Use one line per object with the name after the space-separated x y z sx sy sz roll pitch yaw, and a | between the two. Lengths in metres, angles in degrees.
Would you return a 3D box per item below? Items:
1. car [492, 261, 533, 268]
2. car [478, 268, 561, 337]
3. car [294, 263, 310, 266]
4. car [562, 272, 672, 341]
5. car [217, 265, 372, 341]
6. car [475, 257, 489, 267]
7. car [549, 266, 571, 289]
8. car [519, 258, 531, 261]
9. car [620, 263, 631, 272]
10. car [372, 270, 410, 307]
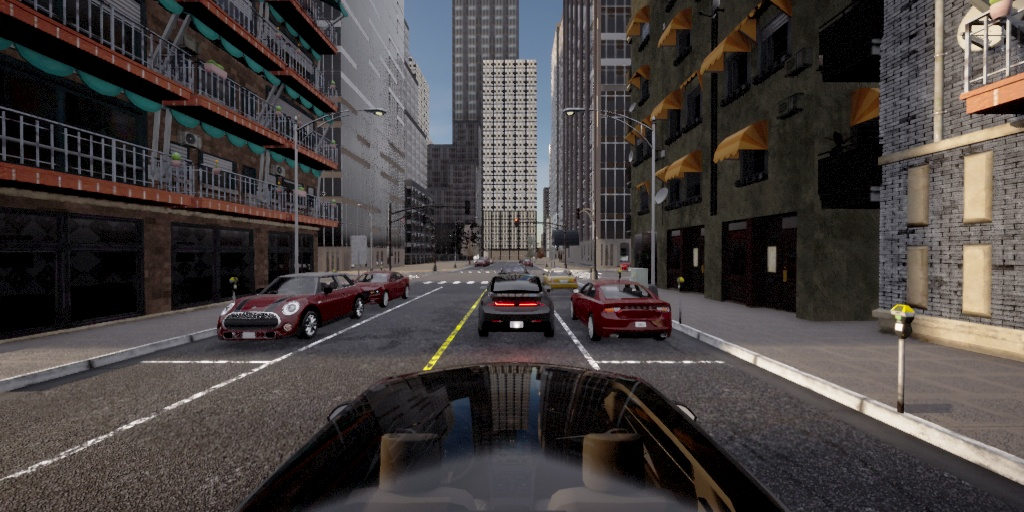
0.115 1.239 20.405 2.128 1.511 4.902 0 0 0 | car
0.107 1.253 10.272 1.837 1.490 4.892 0 0 0 | car
-23.801 1.494 39.612 4.097 1.591 1.967 0 0 0 | car
2.697 1.294 9.720 1.888 1.381 4.507 0 0 0 | car
-5.685 1.188 9.742 1.967 1.591 4.097 0 0 0 | car
-5.635 1.291 64.302 1.888 1.381 4.507 0 0 0 | car
2.706 1.272 20.937 1.751 1.417 4.829 0 0 0 | car
2.745 1.185 64.293 1.967 1.591 4.097 0 0 0 | car
14.297 1.005 39.899 4.507 1.381 1.888 0 0 0 | car
-5.680 1.293 15.265 1.888 1.381 4.507 0 0 0 | car
